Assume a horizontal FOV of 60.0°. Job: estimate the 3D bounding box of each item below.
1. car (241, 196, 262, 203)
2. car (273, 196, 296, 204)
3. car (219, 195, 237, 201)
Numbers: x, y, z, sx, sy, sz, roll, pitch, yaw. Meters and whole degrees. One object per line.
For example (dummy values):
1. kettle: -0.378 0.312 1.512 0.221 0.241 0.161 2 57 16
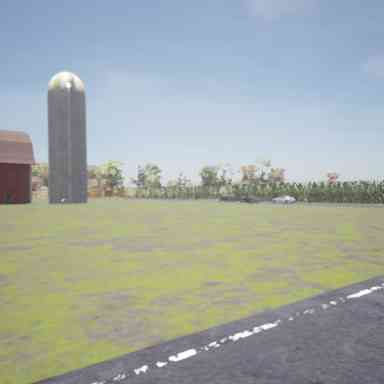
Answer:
1. car: 11.899 1.487 66.715 1.837 1.490 4.892 -1 1 -36
2. car: 17.577 1.448 63.620 1.812 1.442 4.674 -1 1 -36
3. car: 8.208 1.338 76.390 2.128 1.511 4.902 -1 1 -36
